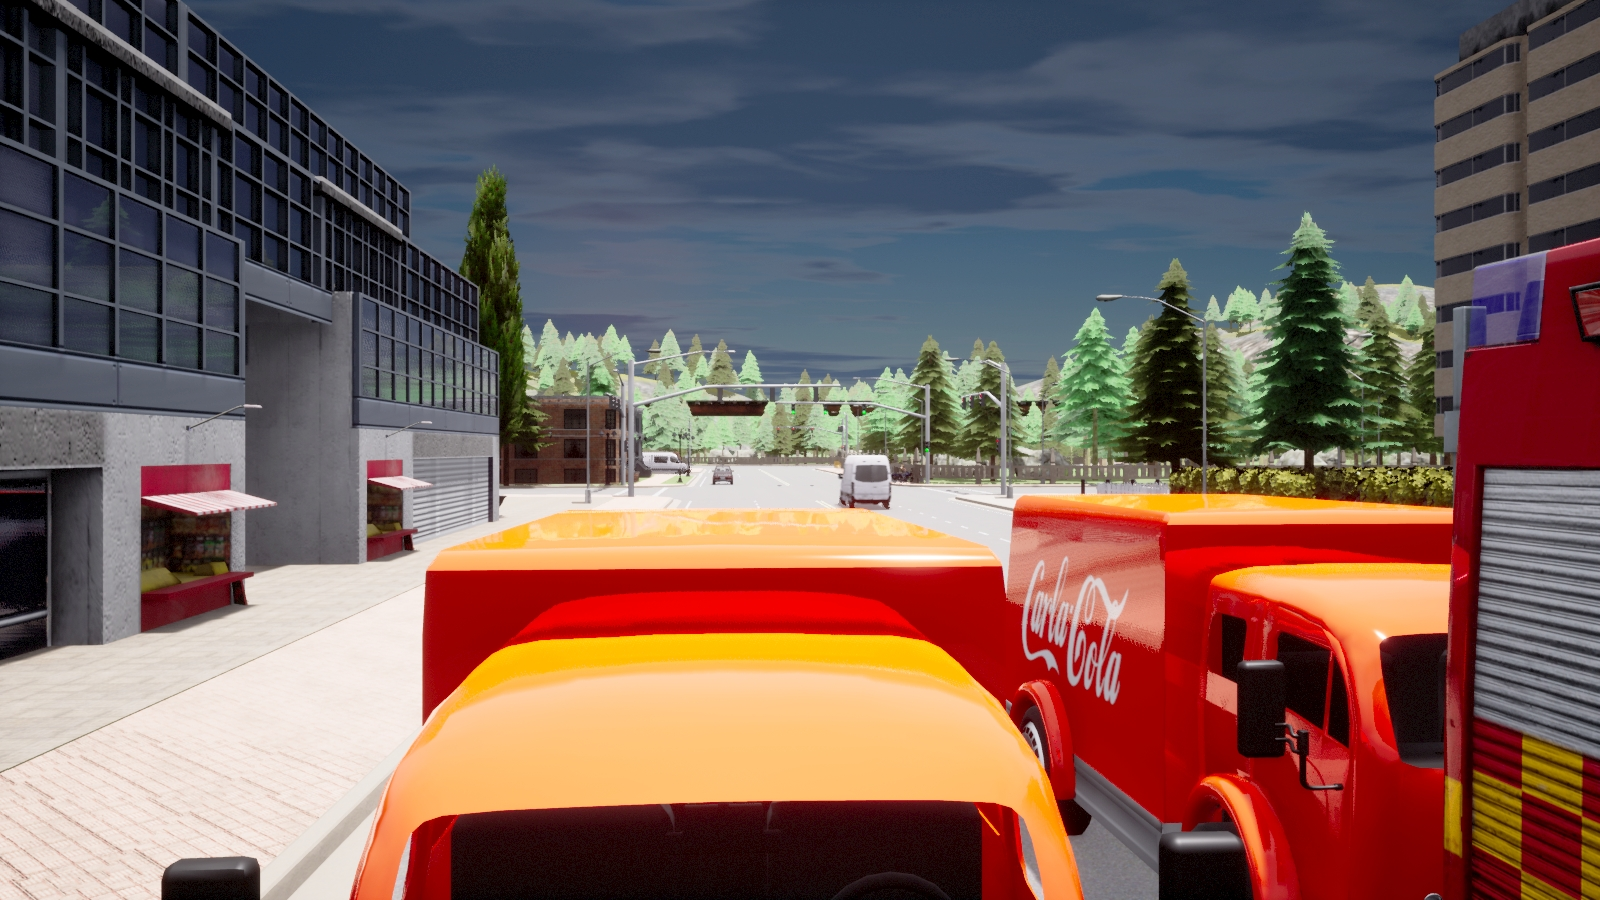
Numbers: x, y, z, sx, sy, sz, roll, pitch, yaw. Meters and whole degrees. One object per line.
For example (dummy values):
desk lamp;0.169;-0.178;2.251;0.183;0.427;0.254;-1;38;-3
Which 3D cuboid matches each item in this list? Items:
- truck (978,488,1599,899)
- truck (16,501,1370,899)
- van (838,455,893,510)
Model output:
truck;3.003;1.568;7.234;2.627;2.467;5.204;0;0;-4
truck;-0.347;1.568;4.821;2.627;2.467;5.204;0;0;-4
van;3.190;1.535;56.730;1.988;2.561;5.915;0;0;-4
